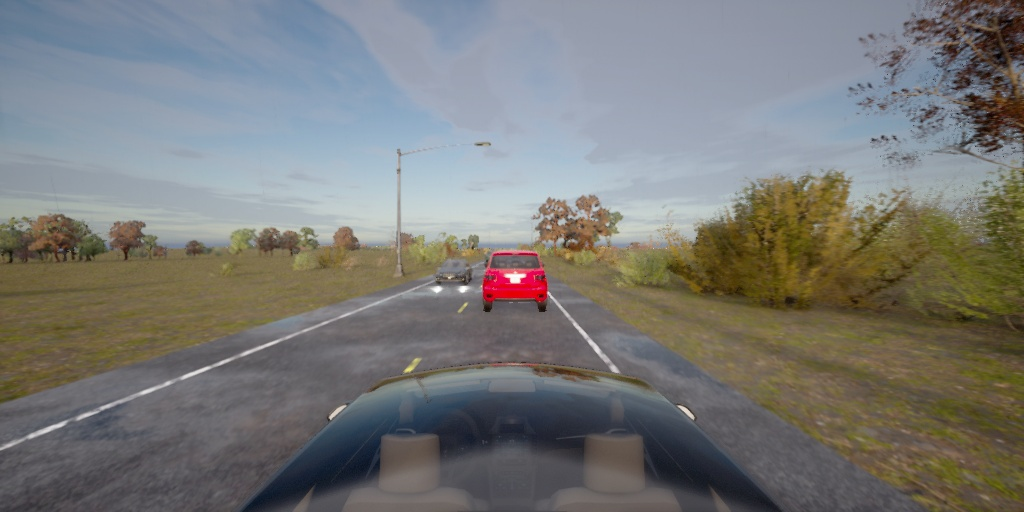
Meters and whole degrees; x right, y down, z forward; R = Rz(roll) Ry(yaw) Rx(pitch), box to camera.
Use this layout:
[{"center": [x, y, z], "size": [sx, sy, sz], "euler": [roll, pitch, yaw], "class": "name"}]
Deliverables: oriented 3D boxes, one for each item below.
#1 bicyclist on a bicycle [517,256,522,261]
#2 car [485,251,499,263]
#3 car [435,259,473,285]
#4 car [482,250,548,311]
[{"center": [0.959, 0.519, 46.056], "size": [0.659, 1.776, 1.843], "euler": [0, 1, 0], "class": "bicyclist on a bicycle"}, {"center": [-3.526, 0.146, 63.328], "size": [2.150, 2.045, 5.566], "euler": [0, 1, 1], "class": "car"}, {"center": [-3.596, 0.966, 22.951], "size": [1.837, 1.490, 4.892], "euler": [0, 1, 0], "class": "car"}, {"center": [0.099, 0.807, 13.676], "size": [2.150, 2.045, 5.566], "euler": [0, 1, 0], "class": "car"}]
